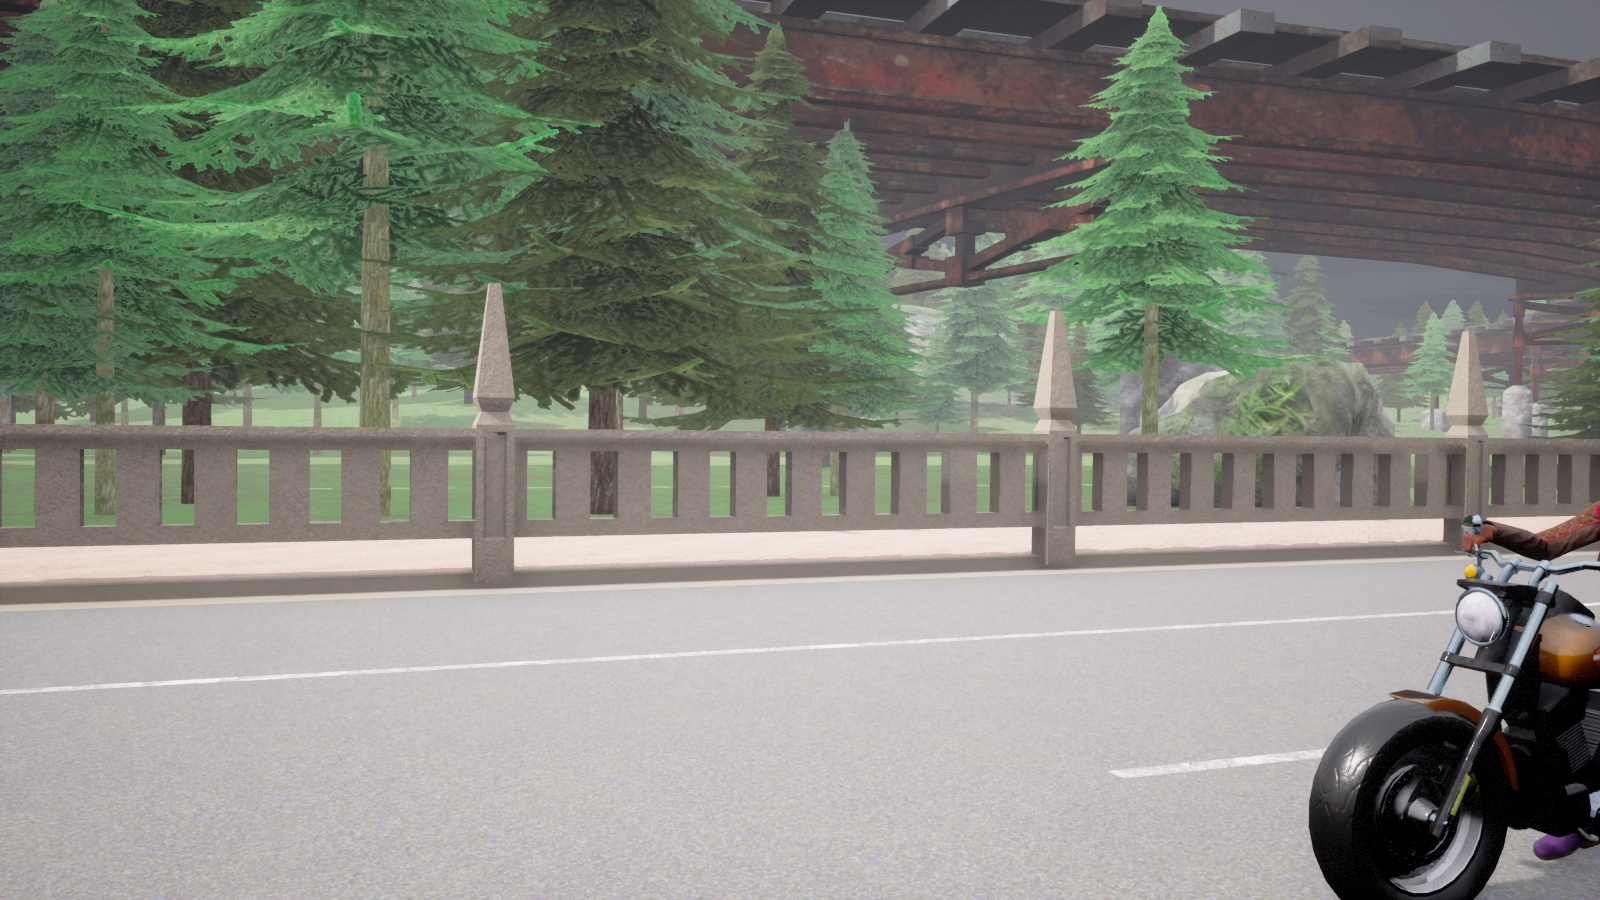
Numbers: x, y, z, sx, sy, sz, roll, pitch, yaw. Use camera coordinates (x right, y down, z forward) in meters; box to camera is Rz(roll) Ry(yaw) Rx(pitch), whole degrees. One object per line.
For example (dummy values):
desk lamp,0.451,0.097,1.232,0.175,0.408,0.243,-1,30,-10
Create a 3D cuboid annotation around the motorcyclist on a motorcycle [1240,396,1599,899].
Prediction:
motorcyclist on a motorcycle,2.716,0.650,4.271,2.350,1.649,0.766,-1,1,-21
